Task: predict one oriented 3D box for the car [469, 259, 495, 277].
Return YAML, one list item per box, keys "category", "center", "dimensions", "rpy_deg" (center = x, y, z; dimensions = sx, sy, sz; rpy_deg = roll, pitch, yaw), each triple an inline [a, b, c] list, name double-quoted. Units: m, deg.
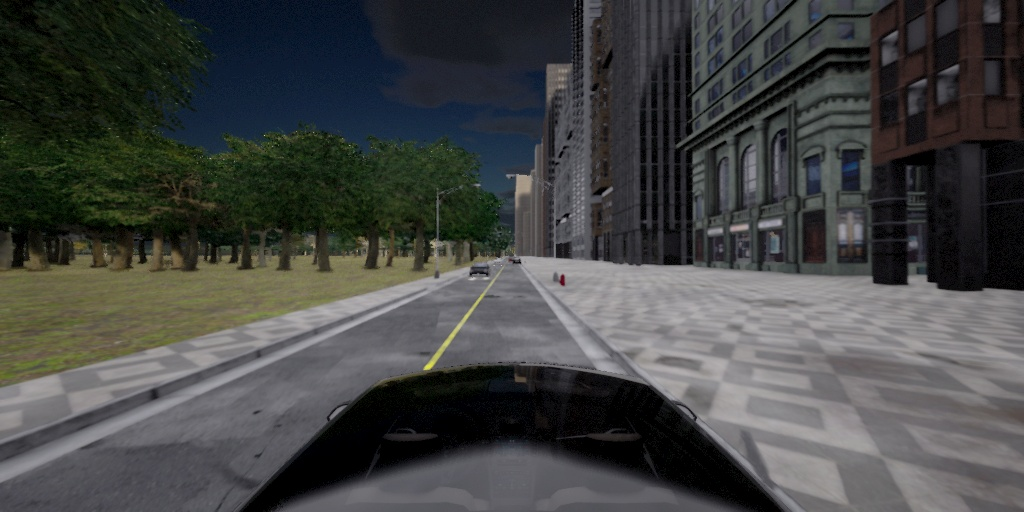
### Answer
- category: "car"
  center: [-3.085, 1.290, 35.518]
  dimensions: [2.033, 1.411, 5.357]
  rpy_deg: [0, 0, 0]
